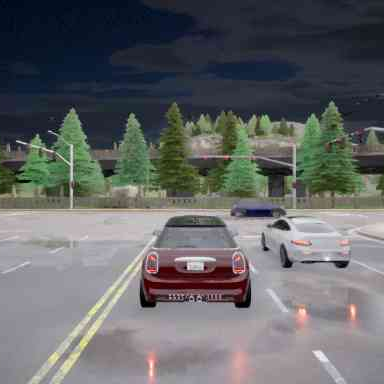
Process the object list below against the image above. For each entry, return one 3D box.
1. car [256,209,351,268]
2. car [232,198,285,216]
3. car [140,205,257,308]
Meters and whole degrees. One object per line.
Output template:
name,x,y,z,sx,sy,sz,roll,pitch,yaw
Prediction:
car,3.602,1.526,11.139,1.812,1.442,4.674,0,0,0
car,5.403,1.311,27.454,4.553,1.767,2.097,0,0,1
car,0.083,1.352,8.094,2.097,1.767,4.553,0,0,1
